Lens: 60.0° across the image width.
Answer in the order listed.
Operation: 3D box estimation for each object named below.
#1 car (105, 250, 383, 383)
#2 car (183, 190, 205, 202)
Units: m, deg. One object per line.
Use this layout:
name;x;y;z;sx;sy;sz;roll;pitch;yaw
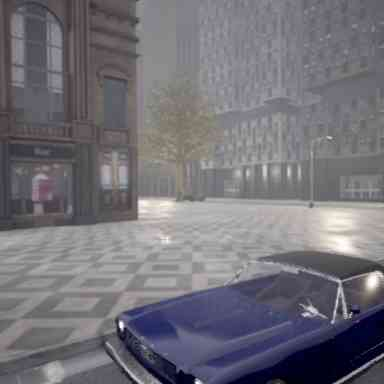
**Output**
car;1.379;1.556;4.366;4.718;1.301;1.895;-1;1;-36
car;-0.027;0.736;56.952;2.150;2.045;5.566;-1;0;-35
